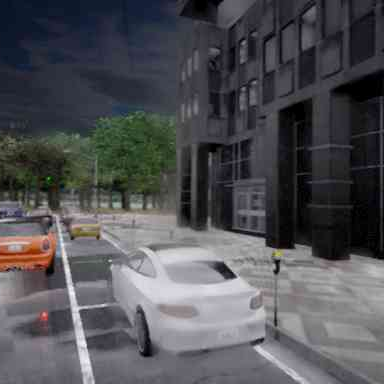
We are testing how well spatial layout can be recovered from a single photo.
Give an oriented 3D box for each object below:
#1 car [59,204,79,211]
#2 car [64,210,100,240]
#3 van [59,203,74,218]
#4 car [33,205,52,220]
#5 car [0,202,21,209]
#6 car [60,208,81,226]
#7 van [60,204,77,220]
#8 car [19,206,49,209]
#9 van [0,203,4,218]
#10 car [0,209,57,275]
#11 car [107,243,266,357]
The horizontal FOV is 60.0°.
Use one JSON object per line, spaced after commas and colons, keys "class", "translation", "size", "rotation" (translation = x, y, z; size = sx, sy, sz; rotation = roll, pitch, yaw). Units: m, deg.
{"class": "car", "translation": [-10.721, 2.192, 30.044], "size": [1.967, 1.590, 4.097], "rotation": [1, -2, -23]}
{"class": "car", "translation": [-6.597, 2.039, 20.166], "size": [1.752, 1.417, 4.829], "rotation": [1, -2, -23]}
{"class": "van", "translation": [-17.006, 2.460, 45.096], "size": [1.690, 1.788, 3.998], "rotation": [1, -2, -23]}
{"class": "car", "translation": [-17.520, 2.397, 39.160], "size": [1.801, 1.575, 5.366], "rotation": [1, -2, -23]}
{"class": "car", "translation": [-18.279, 1.976, 33.023], "size": [2.150, 2.045, 5.566], "rotation": [1, -2, -22]}
{"class": "car", "translation": [-8.627, 2.175, 25.026], "size": [1.887, 1.381, 4.507], "rotation": [1, -2, -23]}
{"class": "van", "translation": [-14.911, 2.337, 40.080], "size": [1.690, 1.788, 3.998], "rotation": [1, -2, -23]}
{"class": "car", "translation": [-11.468, 2.087, 24.928], "size": [2.128, 1.511, 4.902], "rotation": [1, -2, -23]}
{"class": "van", "translation": [-24.873, 2.276, 41.815], "size": [1.690, 1.788, 3.998], "rotation": [1, -2, -23]}
{"class": "car", "translation": [-5.720, 1.617, 11.175], "size": [2.097, 1.767, 4.553], "rotation": [1, -2, -23]}
{"class": "car", "translation": [-0.424, 1.713, 6.392], "size": [1.812, 1.442, 4.674], "rotation": [1, -2, -23]}
